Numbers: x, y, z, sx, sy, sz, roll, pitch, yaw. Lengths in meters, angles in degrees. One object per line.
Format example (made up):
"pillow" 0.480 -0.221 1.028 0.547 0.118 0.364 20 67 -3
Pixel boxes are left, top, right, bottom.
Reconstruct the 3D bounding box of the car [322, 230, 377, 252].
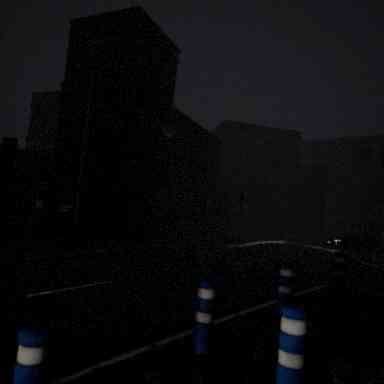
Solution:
"car" 12.375 3.758 25.991 4.892 1.490 1.837 7 -6 -27
